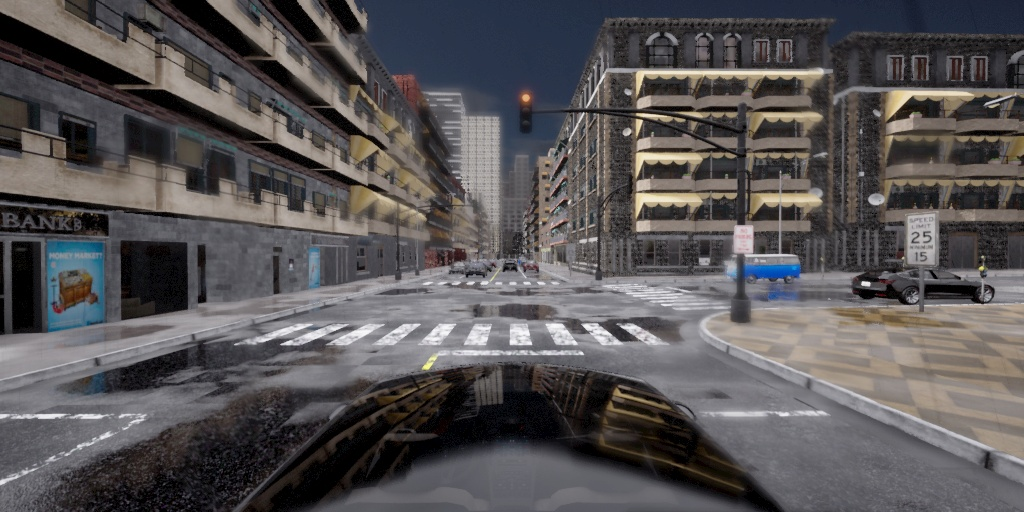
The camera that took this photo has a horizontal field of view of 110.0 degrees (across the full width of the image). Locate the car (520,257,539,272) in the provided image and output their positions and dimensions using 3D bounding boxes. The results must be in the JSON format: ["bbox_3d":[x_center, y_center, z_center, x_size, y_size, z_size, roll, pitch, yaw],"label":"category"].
[{"bbox_3d":[2.364,1.198,45.522,1.967,1.591,4.097,0,0,0],"label":"car"}]

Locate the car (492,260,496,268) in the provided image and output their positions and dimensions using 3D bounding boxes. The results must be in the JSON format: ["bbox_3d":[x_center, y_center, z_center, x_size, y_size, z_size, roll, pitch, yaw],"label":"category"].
[{"bbox_3d":[-3.421,1.306,45.091,2.033,1.411,5.357,0,0,0],"label":"car"}]

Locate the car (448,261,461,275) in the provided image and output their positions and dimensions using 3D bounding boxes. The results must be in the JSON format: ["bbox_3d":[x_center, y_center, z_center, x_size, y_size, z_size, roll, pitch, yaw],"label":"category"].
[{"bbox_3d":[-5.975,1.305,39.937,2.007,1.370,4.403,0,0,0],"label":"car"}]

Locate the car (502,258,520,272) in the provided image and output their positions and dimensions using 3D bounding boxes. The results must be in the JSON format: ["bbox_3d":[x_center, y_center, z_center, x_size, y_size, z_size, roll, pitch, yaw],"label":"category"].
[{"bbox_3d":[-0.237,1.264,47.278,1.837,1.490,4.892,0,0,0],"label":"car"}]

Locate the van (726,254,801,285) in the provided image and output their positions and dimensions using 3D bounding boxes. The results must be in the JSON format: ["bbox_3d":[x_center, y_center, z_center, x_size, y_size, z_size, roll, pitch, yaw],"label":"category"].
[{"bbox_3d":[15.505,0.783,22.214,3.998,1.789,1.690,0,0,-1],"label":"van"}]

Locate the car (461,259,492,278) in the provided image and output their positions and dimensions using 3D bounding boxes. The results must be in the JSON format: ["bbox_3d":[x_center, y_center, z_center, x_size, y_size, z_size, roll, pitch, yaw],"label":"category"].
[{"bbox_3d":[-3.340,1.300,34.536,2.033,1.411,5.357,0,0,0],"label":"car"}]

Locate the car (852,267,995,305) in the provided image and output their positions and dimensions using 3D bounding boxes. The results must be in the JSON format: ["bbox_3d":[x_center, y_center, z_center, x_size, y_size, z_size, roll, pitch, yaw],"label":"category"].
[{"bbox_3d":[15.686,1.077,13.836,4.313,1.339,1.948,0,0,-1],"label":"car"}]
